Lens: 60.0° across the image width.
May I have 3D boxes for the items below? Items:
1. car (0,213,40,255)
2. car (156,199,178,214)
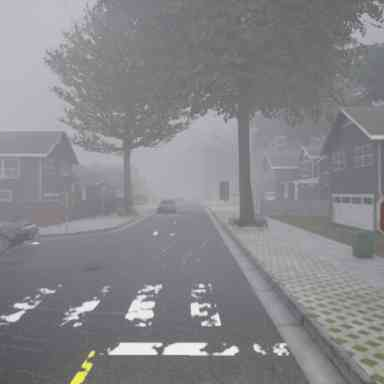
[{"bbox_3d":[-8.440,1.531,12.599,4.902,1.511,2.128,0,2,-9],"label":"car"},{"bbox_3d":[-2.529,1.491,34.541,1.837,1.490,4.892,0,1,0],"label":"car"}]
